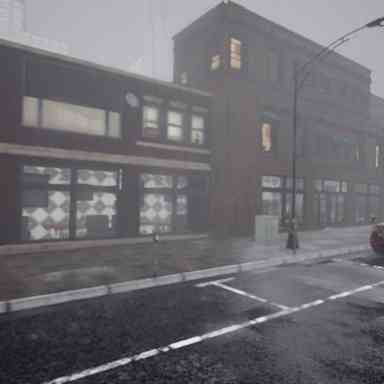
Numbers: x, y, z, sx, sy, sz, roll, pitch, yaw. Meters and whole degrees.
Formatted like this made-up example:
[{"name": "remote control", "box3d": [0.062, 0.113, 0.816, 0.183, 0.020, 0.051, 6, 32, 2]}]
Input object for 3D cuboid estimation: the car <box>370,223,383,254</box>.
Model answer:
[{"name": "car", "box3d": [9.023, 1.486, 12.975, 5.009, 1.841, 2.192, 1, 1, -35]}]
